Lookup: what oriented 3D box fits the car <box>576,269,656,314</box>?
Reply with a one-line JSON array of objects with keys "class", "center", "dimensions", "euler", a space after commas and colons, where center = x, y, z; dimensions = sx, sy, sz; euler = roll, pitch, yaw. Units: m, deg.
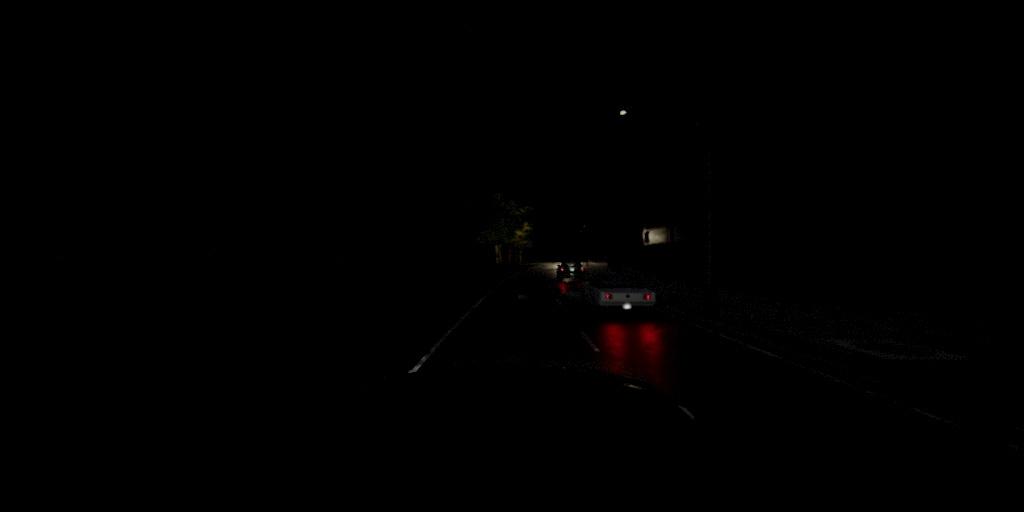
[{"class": "car", "center": [3.881, 1.376, 14.028], "dimensions": [1.895, 1.301, 4.718], "euler": [0, 0, 2]}]

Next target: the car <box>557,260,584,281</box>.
[{"class": "car", "center": [4.925, 1.123, 30.335], "dimensions": [2.097, 1.767, 4.553], "euler": [0, 0, 5]}]
